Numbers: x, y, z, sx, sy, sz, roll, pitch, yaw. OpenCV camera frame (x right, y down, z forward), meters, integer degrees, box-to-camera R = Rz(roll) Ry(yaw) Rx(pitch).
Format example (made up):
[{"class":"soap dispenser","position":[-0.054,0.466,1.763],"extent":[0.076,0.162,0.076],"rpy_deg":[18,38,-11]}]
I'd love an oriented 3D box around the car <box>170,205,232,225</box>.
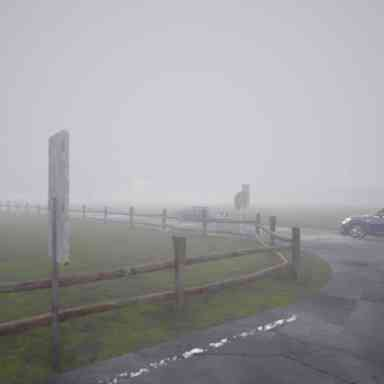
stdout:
[{"class":"car","position":[0.548,1.757,25.981],"extent":[5.357,1.411,2.033],"rpy_deg":[-1,-1,44]}]

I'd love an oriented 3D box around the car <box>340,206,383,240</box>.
[{"class":"car","position":[9.607,1.411,15.928],"extent":[4.553,1.767,2.097],"rpy_deg":[0,-2,33]}]
